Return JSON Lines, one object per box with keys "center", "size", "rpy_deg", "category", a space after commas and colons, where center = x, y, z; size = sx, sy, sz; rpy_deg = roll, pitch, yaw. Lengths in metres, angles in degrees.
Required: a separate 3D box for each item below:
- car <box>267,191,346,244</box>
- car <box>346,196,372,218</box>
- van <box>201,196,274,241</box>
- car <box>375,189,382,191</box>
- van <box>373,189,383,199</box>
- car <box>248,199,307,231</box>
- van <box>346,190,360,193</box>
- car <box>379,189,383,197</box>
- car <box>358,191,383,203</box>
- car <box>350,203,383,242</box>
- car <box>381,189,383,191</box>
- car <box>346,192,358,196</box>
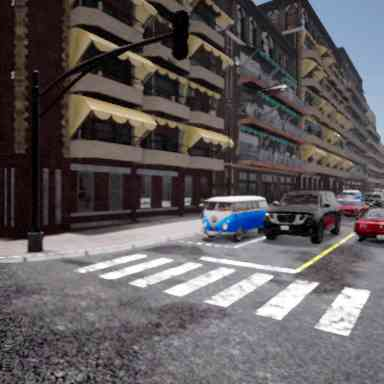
{"center": [5.064, 0.971, 14.856], "size": [2.150, 2.045, 5.566], "rpy_deg": [0, 1, 34], "category": "car"}
{"center": [10.972, 1.209, 23.237], "size": [1.895, 1.301, 4.718], "rpy_deg": [0, 1, 35], "category": "car"}
{"center": [2.005, 1.096, 14.973], "size": [1.690, 1.788, 3.998], "rpy_deg": [1, 2, 35], "category": "van"}
{"center": [27.790, 0.685, 51.626], "size": [1.887, 1.381, 4.507], "rpy_deg": [1, 2, 35], "category": "car"}
{"center": [34.238, 0.329, 60.783], "size": [1.690, 1.788, 3.998], "rpy_deg": [1, 2, 35], "category": "van"}
{"center": [5.129, 1.205, 19.419], "size": [1.752, 1.417, 4.829], "rpy_deg": [1, 2, 35], "category": "car"}
{"center": [18.122, 0.710, 37.878], "size": [1.690, 1.788, 3.998], "rpy_deg": [1, 2, 35], "category": "van"}
{"center": [40.684, 0.277, 69.948], "size": [1.967, 1.590, 4.097], "rpy_deg": [1, 2, 35], "category": "car"}
{"center": [18.814, 0.927, 34.346], "size": [1.837, 1.490, 4.892], "rpy_deg": [0, 1, 35], "category": "car"}
{"center": [8.368, 1.354, 14.157], "size": [1.895, 1.301, 4.718], "rpy_deg": [1, 1, 36], "category": "car"}
{"center": [31.013, 0.615, 56.208], "size": [2.008, 1.369, 4.403], "rpy_deg": [1, 2, 35], "category": "car"}
{"center": [14.896, 0.997, 33.302], "size": [2.008, 1.369, 4.403], "rpy_deg": [1, 2, 35], "category": "car"}
